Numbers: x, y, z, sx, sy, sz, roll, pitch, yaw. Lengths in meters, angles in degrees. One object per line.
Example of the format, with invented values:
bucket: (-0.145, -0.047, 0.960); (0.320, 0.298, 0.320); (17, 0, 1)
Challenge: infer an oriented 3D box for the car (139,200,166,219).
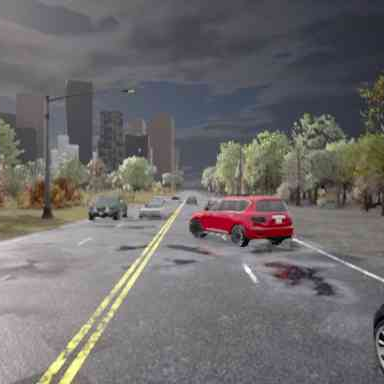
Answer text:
car: (-3.384, 1.589, 28.702); (1.895, 1.301, 4.718); (0, 0, 0)

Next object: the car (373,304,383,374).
car: (3.251, 1.499, 2.258); (2.163, 1.488, 4.792); (0, 0, 0)

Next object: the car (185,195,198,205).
car: (-0.044, 1.423, 59.769); (2.128, 1.511, 4.902); (0, 0, 0)

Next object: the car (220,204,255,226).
car: (3.224, 1.581, 24.266); (1.895, 1.301, 4.718); (0, 0, 0)

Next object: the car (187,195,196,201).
car: (-0.098, 1.386, 77.721); (2.128, 1.511, 4.902); (0, 0, 0)

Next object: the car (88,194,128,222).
car: (-6.632, 1.211, 26.935); (2.150, 2.045, 5.566); (0, 0, 0)

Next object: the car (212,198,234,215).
car: (3.208, 1.451, 35.239); (1.882, 1.535, 5.008); (0, 0, 0)

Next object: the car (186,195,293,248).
car: (1.999, 1.213, 15.029); (2.150, 2.045, 5.566); (0, 0, -29)

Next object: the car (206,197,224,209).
car: (3.194, 1.461, 46.273); (2.163, 1.488, 4.792); (0, 0, 0)

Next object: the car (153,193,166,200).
car: (-6.591, 1.191, 67.882); (2.150, 2.045, 5.566); (0, 1, 0)
